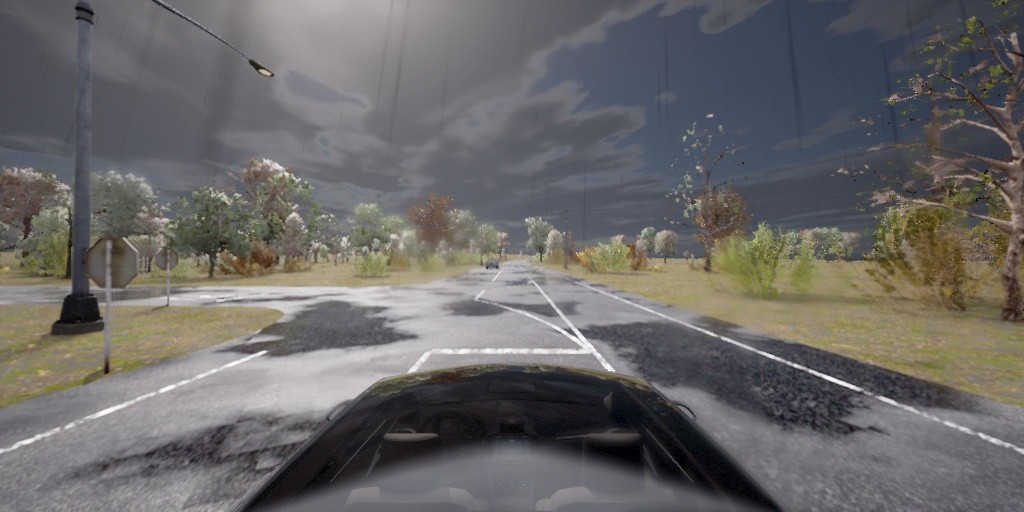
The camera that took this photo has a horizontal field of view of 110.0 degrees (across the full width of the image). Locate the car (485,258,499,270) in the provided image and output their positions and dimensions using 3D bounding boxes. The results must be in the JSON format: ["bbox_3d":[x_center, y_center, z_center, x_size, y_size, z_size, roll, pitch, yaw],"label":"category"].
[{"bbox_3d":[-3.424,1.353,62.741,2.150,2.045,5.566,0,0,0],"label":"car"}]
